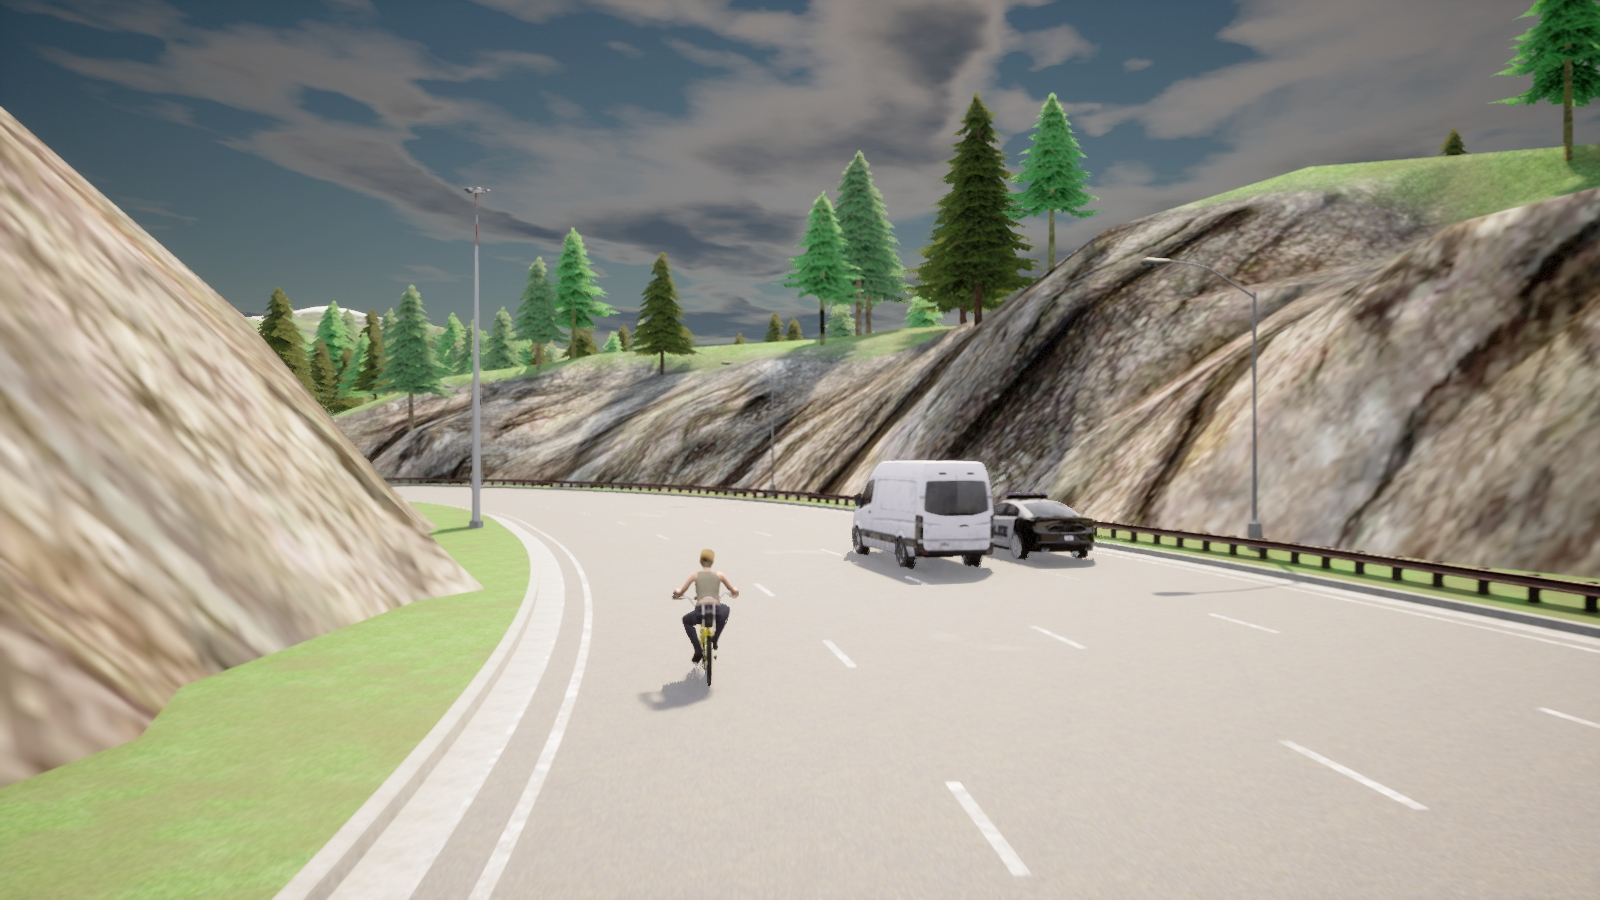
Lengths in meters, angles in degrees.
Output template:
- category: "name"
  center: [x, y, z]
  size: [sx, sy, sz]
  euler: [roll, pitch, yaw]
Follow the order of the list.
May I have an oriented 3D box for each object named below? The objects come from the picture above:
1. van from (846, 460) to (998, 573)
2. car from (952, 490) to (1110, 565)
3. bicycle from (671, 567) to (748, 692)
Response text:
- category: "van"
  center: [2.947, 1.550, 29.289]
  size: [1.988, 2.561, 5.915]
  euler: [0, 0, -14]
- category: "car"
  center: [6.068, 1.998, 30.781]
  size: [2.097, 1.638, 5.238]
  euler: [0, 0, -14]
- category: "bicycle"
  center: [-1.137, 2.166, 14.051]
  size: [0.859, 1.276, 1.487]
  euler: [0, 0, -7]
